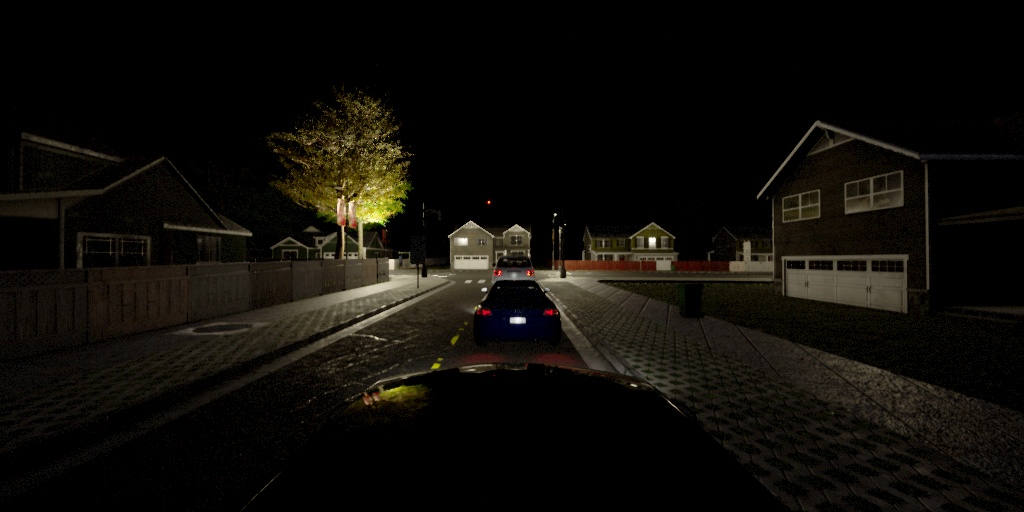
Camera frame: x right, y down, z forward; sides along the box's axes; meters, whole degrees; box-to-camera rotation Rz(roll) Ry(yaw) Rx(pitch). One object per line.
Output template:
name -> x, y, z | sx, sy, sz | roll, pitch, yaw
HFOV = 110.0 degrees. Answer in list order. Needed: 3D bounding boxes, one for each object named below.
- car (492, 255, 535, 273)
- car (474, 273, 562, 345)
car -> 0.101, 0.973, 19.451 | 2.150, 2.045, 5.566 | 0, 0, 0
car -> 0.106, 1.314, 9.489 | 1.994, 1.385, 4.181 | 0, 0, 0
